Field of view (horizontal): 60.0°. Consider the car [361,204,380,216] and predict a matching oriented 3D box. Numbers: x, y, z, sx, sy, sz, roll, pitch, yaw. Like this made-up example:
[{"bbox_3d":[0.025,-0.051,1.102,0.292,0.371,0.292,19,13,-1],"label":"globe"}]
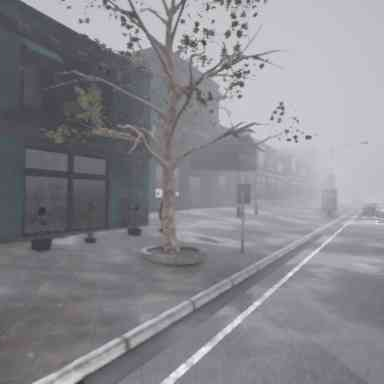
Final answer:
[{"bbox_3d":[21.399,2.099,39.819,2.033,1.411,5.357,0,0,29],"label":"car"}]
